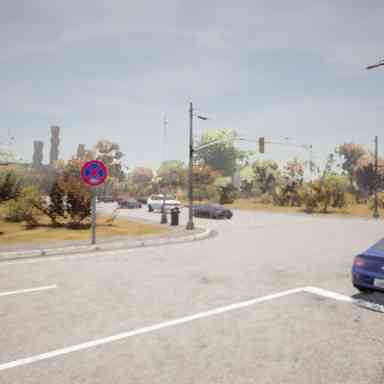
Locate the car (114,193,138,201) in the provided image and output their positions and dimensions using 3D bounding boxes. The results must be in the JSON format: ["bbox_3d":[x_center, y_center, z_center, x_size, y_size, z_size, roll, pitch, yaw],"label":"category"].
[{"bbox_3d":[-11.145,1.196,57.834,2.150,2.045,5.566,0,1,-33],"label":"car"}]

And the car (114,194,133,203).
[{"bbox_3d":[-14.122,1.283,68.283,1.882,1.535,5.008,1,1,-37],"label":"car"}]

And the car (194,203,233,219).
[{"bbox_3d":[1.899,1.700,30.368,1.994,1.385,4.181,0,0,-32],"label":"car"}]

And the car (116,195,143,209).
[{"bbox_3d":[-8.732,1.604,47.189,1.812,1.442,4.674,0,0,-32],"label":"car"}]

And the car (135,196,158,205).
[{"bbox_3d":[-8.226,1.490,59.769,2.128,1.511,4.902,0,1,-33],"label":"car"}]

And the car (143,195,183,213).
[{"bbox_3d":[-3.216,1.356,38.460,2.150,2.045,5.566,0,0,-33],"label":"car"}]

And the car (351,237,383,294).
[{"bbox_3d":[5.495,1.588,7.666,4.674,1.442,1.812,0,0,-36],"label":"car"}]

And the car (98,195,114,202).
[{"bbox_3d":[-17.062,1.323,66.377,2.033,1.411,5.357,1,1,-37],"label":"car"}]
